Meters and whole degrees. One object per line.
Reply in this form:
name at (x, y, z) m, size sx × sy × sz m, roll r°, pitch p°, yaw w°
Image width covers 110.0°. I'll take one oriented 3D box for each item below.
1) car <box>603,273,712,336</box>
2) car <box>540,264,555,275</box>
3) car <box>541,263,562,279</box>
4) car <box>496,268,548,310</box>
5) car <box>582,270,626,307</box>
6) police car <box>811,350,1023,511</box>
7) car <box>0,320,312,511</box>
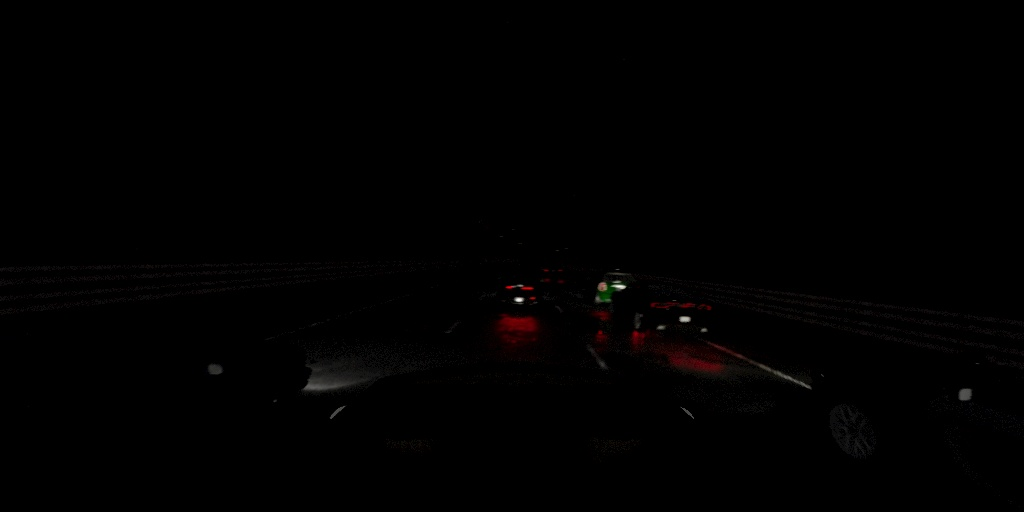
car at (4.722, 1.572, 12.129) m, size 1.882 × 1.535 × 5.008 m, roll 3°, pitch -1°, yaw 1°
car at (5.459, 2.059, 55.652) m, size 2.033 × 1.411 × 5.357 m, roll 3°, pitch 0°, yaw 4°
car at (4.834, 1.718, 42.861) m, size 2.097 × 1.767 × 4.553 m, roll 3°, pitch 0°, yaw 3°
car at (0.353, 1.395, 15.864) m, size 1.837 × 1.490 × 4.892 m, roll 3°, pitch 0°, yaw 2°
car at (4.882, 1.505, 18.052) m, size 2.097 × 1.767 × 4.553 m, roll 3°, pitch 0°, yaw 2°
police car at (4.533, 1.424, 2.317) m, size 1.930 × 1.638 × 5.238 m, roll 3°, pitch -1°, yaw 1°
car at (-3.470, 1.113, 2.037) m, size 2.033 × 1.411 × 5.357 m, roll 3°, pitch 0°, yaw 1°
